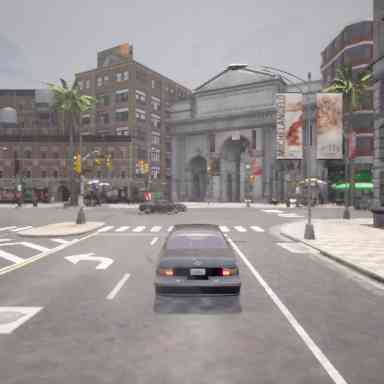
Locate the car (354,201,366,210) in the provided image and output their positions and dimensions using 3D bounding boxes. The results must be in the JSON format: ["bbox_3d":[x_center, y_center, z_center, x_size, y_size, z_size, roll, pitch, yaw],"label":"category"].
[{"bbox_3d":[22.274,1.564,40.989,4.181,1.385,1.994,0,0,0],"label":"car"}]

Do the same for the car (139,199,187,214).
[{"bbox_3d":[-2.976,1.505,34.057,4.892,1.490,1.837,0,0,1],"label":"car"}]

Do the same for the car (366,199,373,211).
[{"bbox_3d":[22.701,1.526,37.490,4.674,1.442,1.812,0,0,1],"label":"car"}]

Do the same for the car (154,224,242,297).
[{"bbox_3d":[0.110,1.547,8.762,2.033,1.411,5.357,0,0,0],"label":"car"}]
